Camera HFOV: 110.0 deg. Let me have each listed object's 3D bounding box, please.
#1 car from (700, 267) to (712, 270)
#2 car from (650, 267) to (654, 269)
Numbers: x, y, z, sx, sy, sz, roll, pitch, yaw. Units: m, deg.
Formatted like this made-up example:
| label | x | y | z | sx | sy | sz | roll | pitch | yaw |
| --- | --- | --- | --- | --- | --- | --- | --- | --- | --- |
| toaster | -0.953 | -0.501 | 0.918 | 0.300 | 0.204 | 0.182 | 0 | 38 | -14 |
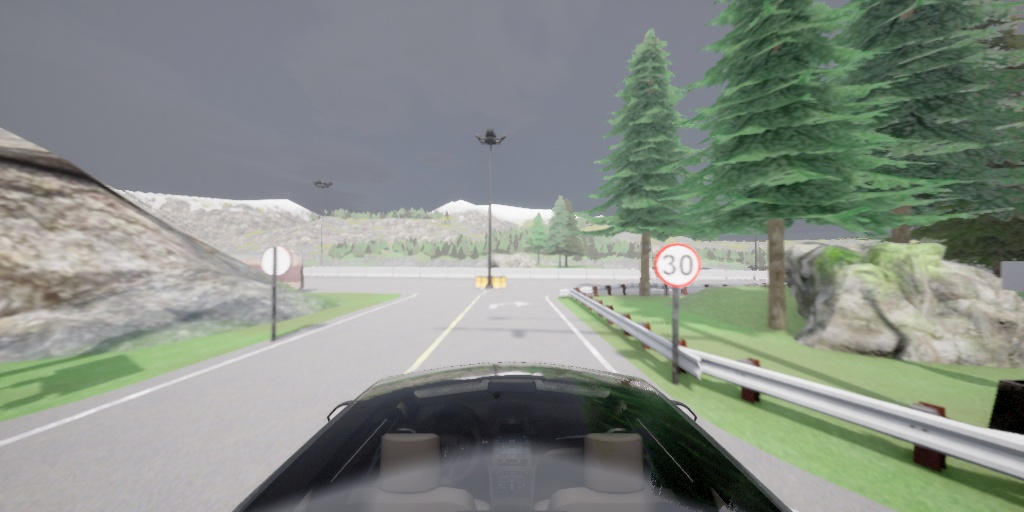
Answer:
| label | x | y | z | sx | sy | sz | roll | pitch | yaw |
| --- | --- | --- | --- | --- | --- | --- | --- | --- | --- |
| car | 25.831 | 2.262 | 49.231 | 4.181 | 1.385 | 1.994 | 0 | -1 | 1 |
| car | 24.822 | 2.255 | 56.222 | 5.008 | 1.535 | 1.882 | 0 | -1 | 1 |
